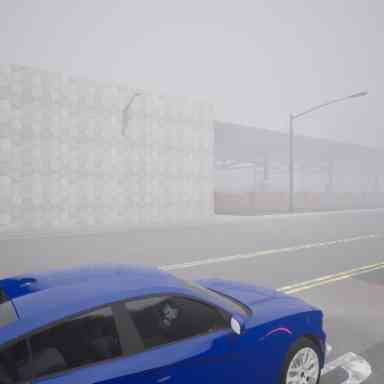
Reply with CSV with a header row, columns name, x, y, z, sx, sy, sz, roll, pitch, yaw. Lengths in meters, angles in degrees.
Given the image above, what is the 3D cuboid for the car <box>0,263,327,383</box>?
name,x,y,z,sx,sy,sz,roll,pitch,yaw
car,-0.691,1.478,3.256,5.008,1.535,1.882,0,0,-36
